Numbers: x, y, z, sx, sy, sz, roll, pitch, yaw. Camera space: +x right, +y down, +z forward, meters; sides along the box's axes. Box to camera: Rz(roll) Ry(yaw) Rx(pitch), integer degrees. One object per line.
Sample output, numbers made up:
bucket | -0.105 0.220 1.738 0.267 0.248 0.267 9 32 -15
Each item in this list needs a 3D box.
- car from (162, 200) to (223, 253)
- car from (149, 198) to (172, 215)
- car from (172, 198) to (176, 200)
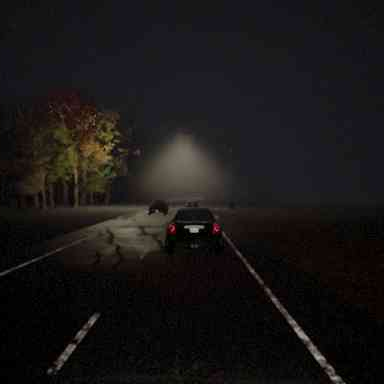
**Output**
car | 0.080 1.396 14.003 2.097 1.767 4.553 0 0 0
car | -3.449 1.606 35.130 1.837 1.490 4.892 0 0 0
car | -3.481 1.704 57.904 2.033 1.411 5.357 0 0 0
